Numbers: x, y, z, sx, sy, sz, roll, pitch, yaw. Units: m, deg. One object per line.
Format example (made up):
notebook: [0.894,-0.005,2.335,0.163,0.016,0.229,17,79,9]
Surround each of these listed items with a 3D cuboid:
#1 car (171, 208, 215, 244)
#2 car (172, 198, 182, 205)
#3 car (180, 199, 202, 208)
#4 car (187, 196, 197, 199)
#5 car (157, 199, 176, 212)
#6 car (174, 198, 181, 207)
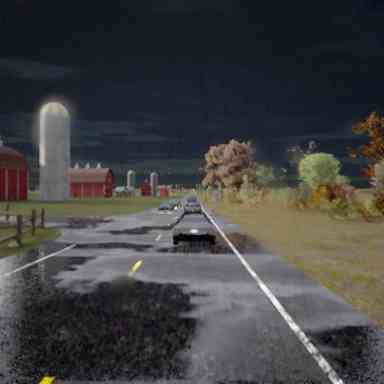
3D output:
car: [0.095,1.719,16.697,1.994,1.385,4.181,0,-1,0]
car: [-3.514,2.212,76.776,2.128,1.511,4.902,0,-1,0]
car: [0.095,1.835,37.227,2.128,1.511,4.902,0,-1,0]
car: [-0.014,1.919,76.788,2.150,2.045,5.566,0,-1,0]
car: [-3.596,1.985,45.762,1.994,1.385,4.181,0,-1,0]
car: [-3.546,2.067,61.465,1.837,1.490,4.892,0,0,1]
